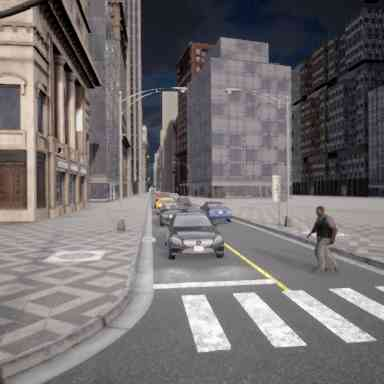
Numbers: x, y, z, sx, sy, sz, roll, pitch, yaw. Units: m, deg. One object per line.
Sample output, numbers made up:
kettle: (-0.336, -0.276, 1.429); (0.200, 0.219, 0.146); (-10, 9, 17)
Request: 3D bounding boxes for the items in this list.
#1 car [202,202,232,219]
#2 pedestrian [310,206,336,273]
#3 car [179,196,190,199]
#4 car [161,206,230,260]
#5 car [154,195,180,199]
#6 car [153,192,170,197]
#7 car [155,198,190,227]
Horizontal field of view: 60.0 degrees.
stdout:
car: (1.624, 1.440, 25.031); (2.033, 1.411, 5.357); (0, 0, -7)
pedestrian: (3.502, 1.246, 8.879); (0.375, 1.860, 0.375); (0, 0, -7)
car: (-1.362, 1.291, 49.159); (2.128, 1.511, 4.902); (0, 1, -7)
car: (-0.064, 1.488, 12.581); (1.812, 1.442, 4.674); (0, 0, -7)
car: (-2.557, 1.366, 32.839); (1.882, 1.535, 5.008); (0, 0, -7)
car: (-3.777, 1.069, 43.159); (2.150, 2.045, 5.566); (0, 0, -7)
car: (-1.309, 1.417, 22.594); (2.128, 1.511, 4.902); (0, 0, -7)
